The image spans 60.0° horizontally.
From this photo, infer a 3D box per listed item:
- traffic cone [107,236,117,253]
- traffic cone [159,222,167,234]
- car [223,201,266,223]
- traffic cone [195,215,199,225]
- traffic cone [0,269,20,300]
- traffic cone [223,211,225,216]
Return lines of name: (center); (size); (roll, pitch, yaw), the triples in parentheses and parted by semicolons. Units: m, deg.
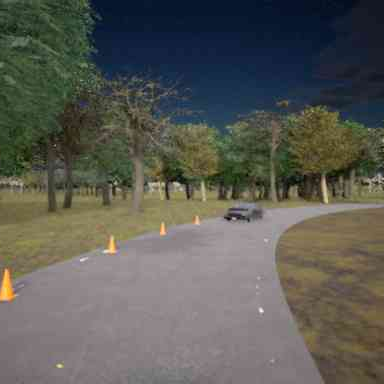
traffic cone: (-2.899, 1.874, 12.059); (0.340, 0.580, 0.340); (0, 0, 13)
traffic cone: (-1.496, 1.854, 17.084); (0.340, 0.580, 0.340); (0, 0, 18)
car: (4.113, 1.428, 25.205); (2.033, 1.411, 5.357); (1, 1, 28)
traffic cone: (0.344, 1.837, 21.966); (0.340, 0.580, 0.340); (1, 0, 23)
traffic cone: (-3.853, 1.898, 6.930); (0.340, 0.580, 0.340); (0, 0, 8)
traffic cone: (2.608, 1.815, 26.664); (0.340, 0.580, 0.340); (1, 1, 28)
